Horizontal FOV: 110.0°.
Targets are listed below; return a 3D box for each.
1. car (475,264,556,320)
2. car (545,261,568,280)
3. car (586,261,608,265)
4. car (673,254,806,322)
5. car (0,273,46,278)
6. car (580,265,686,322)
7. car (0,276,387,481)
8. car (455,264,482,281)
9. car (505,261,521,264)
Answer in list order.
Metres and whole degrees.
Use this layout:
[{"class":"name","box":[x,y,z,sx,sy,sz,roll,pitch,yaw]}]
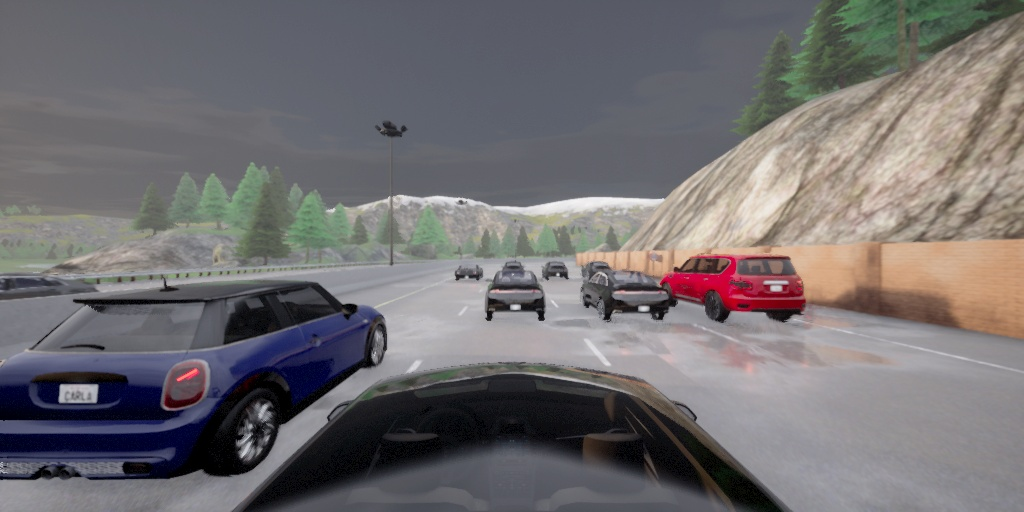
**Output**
[{"class":"car","box":[0.101,1.218,12.490,2.128,1.511,4.902,0,0,0]},{"class":"car","box":[3.600,1.191,30.462,1.837,1.490,4.892,0,0,0]},{"class":"car","box":[7.098,1.192,30.388,1.837,1.490,4.892,0,0,0]},{"class":"car","box":[7.099,0.949,12.310,2.150,2.045,5.566,0,0,0]},{"class":"car","box":[-14.049,1.224,9.313,2.128,1.511,4.902,0,0,1]},{"class":"car","box":[3.600,1.218,12.208,2.128,1.511,4.902,0,0,0]},{"class":"car","box":[-3.399,1.095,4.937,2.097,1.767,4.553,0,0,0]},{"class":"car","box":[-3.401,1.289,29.211,1.895,1.301,4.718,0,0,0]},{"class":"car","box":[0.098,1.191,30.560,1.837,1.490,4.892,0,0,0]}]
